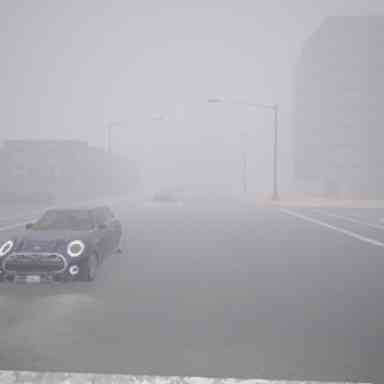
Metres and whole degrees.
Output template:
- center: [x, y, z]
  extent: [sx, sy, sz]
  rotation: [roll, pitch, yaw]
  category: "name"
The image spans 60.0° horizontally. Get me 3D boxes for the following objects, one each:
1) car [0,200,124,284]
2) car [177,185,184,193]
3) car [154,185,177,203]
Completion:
- center: [-3.366, 1.191, 9.343]
  extent: [2.097, 1.767, 4.553]
  rotation: [0, 2, 1]
  category: "car"
- center: [-2.519, -0.571, 62.889]
  extent: [1.994, 1.385, 4.181]
  rotation: [0, 2, 1]
  category: "car"
- center: [-2.949, 0.348, 35.798]
  extent: [1.882, 1.535, 5.008]
  rotation: [0, 2, 1]
  category: "car"
